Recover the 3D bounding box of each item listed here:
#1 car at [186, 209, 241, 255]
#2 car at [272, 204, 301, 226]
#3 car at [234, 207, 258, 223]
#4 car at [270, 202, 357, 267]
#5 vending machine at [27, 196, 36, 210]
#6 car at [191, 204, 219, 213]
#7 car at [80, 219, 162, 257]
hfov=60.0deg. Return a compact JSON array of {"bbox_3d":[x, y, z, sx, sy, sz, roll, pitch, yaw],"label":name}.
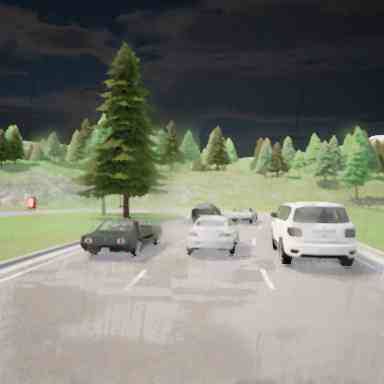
[{"bbox_3d":[0.957,1.676,13.945,1.812,1.442,4.674,0,0,10],"label":"car"},{"bbox_3d":[7.811,1.787,27.343,2.128,1.511,4.902,0,0,17],"label":"car"},{"bbox_3d":[4.431,1.904,28.215,1.895,1.301,4.718,0,-1,18],"label":"car"},{"bbox_3d":[4.182,1.357,12.205,2.150,2.045,5.566,0,0,8],"label":"car"},{"bbox_3d":[-24.722,1.740,51.141,0.880,2.100,1.100,1,-1,-44],"label":"vending machine"},{"bbox_3d":[1.328,1.802,30.304,1.882,1.535,5.008,0,0,15],"label":"car"},{"bbox_3d":[-2.641,1.749,13.734,1.895,1.301,4.718,0,-1,9],"label":"car"}]
